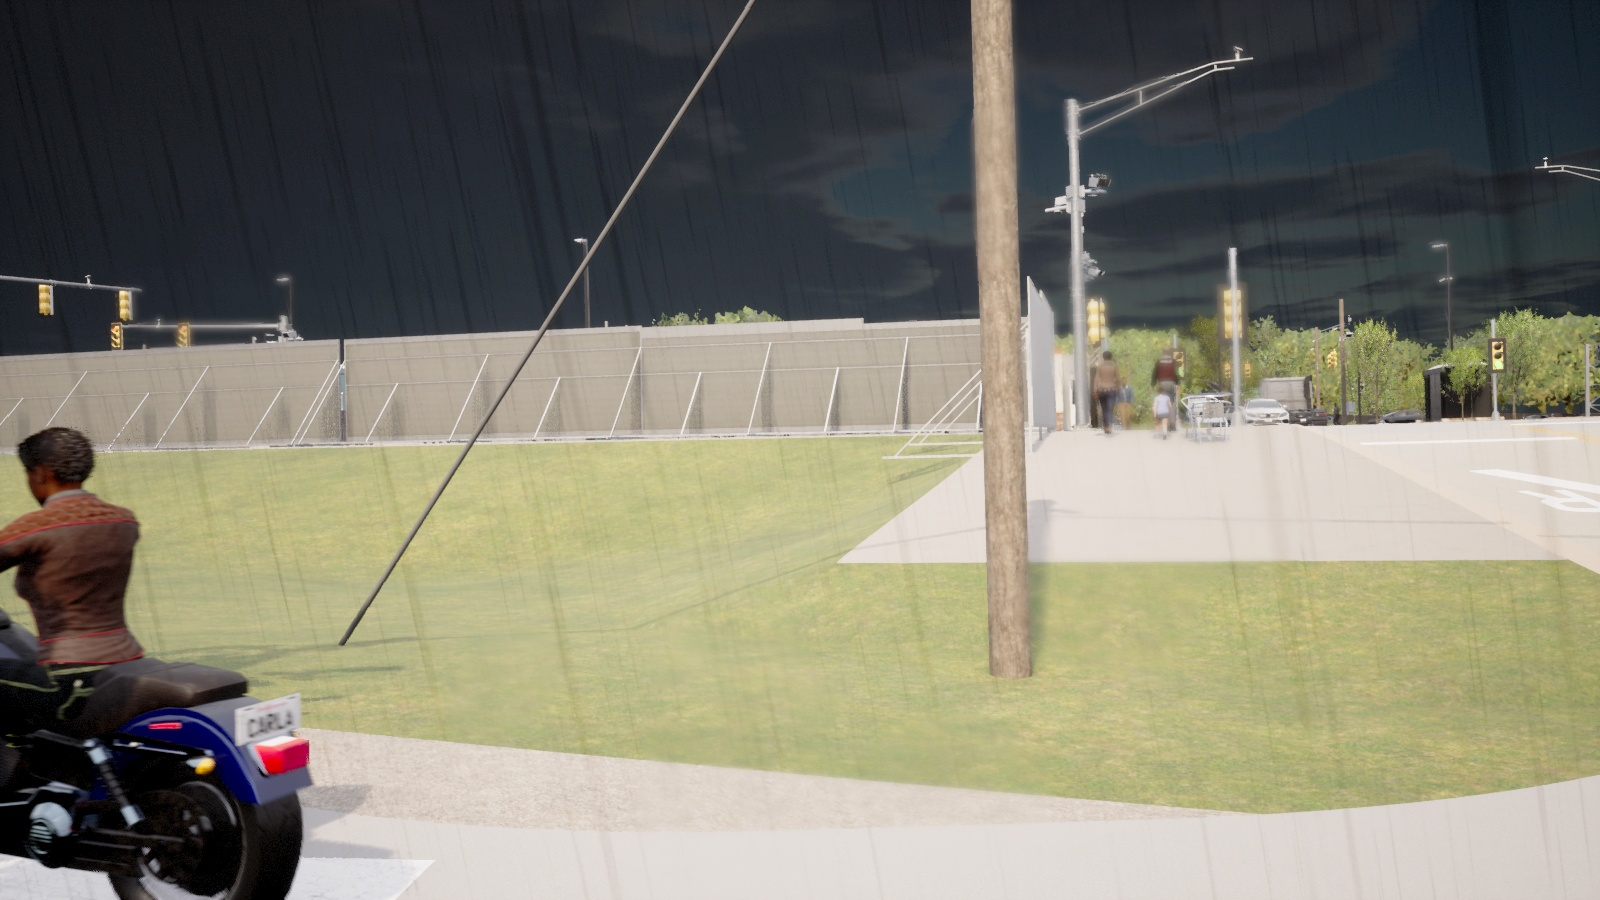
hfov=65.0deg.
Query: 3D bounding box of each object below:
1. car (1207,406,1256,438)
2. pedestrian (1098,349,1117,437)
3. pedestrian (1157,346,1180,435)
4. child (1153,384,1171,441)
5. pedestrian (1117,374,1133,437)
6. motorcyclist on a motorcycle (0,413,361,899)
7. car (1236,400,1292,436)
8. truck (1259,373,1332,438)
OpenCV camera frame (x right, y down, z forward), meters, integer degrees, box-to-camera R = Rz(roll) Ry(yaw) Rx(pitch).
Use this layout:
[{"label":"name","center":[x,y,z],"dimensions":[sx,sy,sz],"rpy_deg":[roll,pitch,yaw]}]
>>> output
[{"label":"car","center":[24.703,-1.590,72.029],"dimensions":[2.242,1.667,4.611],"rpy_deg":[-1,0,14]},{"label":"pedestrian","center":[6.462,-1.184,26.360],"dimensions":[0.328,1.805,0.869],"rpy_deg":[-1,0,15]},{"label":"pedestrian","center":[7.853,-1.257,26.741],"dimensions":[0.376,1.854,0.720],"rpy_deg":[-1,0,20]},{"label":"child","center":[7.141,-0.730,24.790],"dimensions":[0.255,1.110,0.394],"rpy_deg":[-1,0,7]},{"label":"pedestrian","center":[10.205,-1.372,39.433],"dimensions":[0.423,1.949,0.788],"rpy_deg":[-1,0,17]},{"label":"motorcyclist on a motorcycle","center":[-2.684,0.713,4.197],"dimensions":[2.350,1.649,0.766],"rpy_deg":[0,0,21]},{"label":"car","center":[20.674,-1.397,56.104],"dimensions":[1.812,1.442,4.674],"rpy_deg":[-1,0,14]},{"label":"truck","center":[28.994,-2.507,73.827],"dimensions":[2.891,3.462,7.936],"rpy_deg":[-1,0,14]}]
